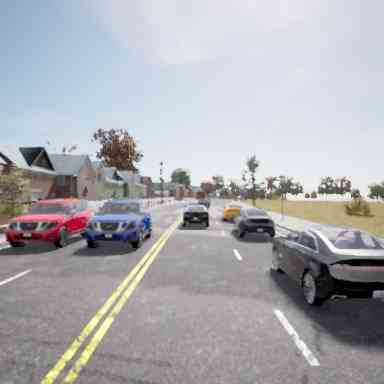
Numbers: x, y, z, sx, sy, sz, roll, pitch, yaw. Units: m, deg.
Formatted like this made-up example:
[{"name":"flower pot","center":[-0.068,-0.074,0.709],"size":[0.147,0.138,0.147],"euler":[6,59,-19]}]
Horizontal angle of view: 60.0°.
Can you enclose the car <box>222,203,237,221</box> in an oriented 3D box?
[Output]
[{"name":"car","center":[3.756,1.763,30.034],"size":[1.882,1.535,5.008],"euler":[0,-1,2]}]

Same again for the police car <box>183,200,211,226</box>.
[{"name":"police car","center":[0.358,1.666,25.654],"size":[1.930,1.638,5.238],"euler":[0,0,2]}]

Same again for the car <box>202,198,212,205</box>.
[{"name":"car","center":[3.558,2.316,80.046],"size":[2.128,1.511,4.902],"euler":[0,-1,5]}]

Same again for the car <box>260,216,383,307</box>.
[{"name":"car","center":[3.285,1.572,8.152],"size":[2.128,1.511,4.902],"euler":[0,-1,1]}]

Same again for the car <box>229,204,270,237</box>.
[{"name":"car","center":[3.455,1.685,19.094],"size":[1.837,1.490,4.892],"euler":[0,-1,1]}]

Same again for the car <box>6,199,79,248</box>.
[{"name":"car","center":[-6.445,1.363,15.879],"size":[2.150,2.045,5.566],"euler":[0,-1,1]}]

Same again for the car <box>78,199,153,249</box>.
[{"name":"car","center":[-3.199,1.365,15.695],"size":[2.150,2.045,5.566],"euler":[0,-1,1]}]
